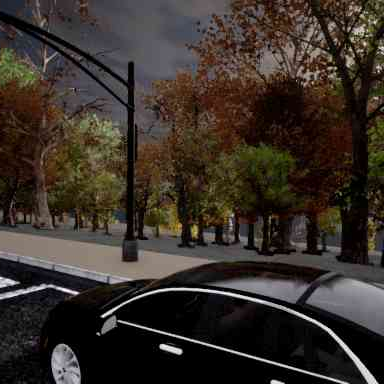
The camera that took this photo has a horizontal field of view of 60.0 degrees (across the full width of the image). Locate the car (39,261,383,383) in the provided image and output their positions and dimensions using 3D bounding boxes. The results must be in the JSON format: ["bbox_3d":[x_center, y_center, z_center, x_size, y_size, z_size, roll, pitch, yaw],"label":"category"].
[{"bbox_3d":[0.370,1.505,3.411,4.892,1.490,1.837,0,0,36],"label":"car"}]
